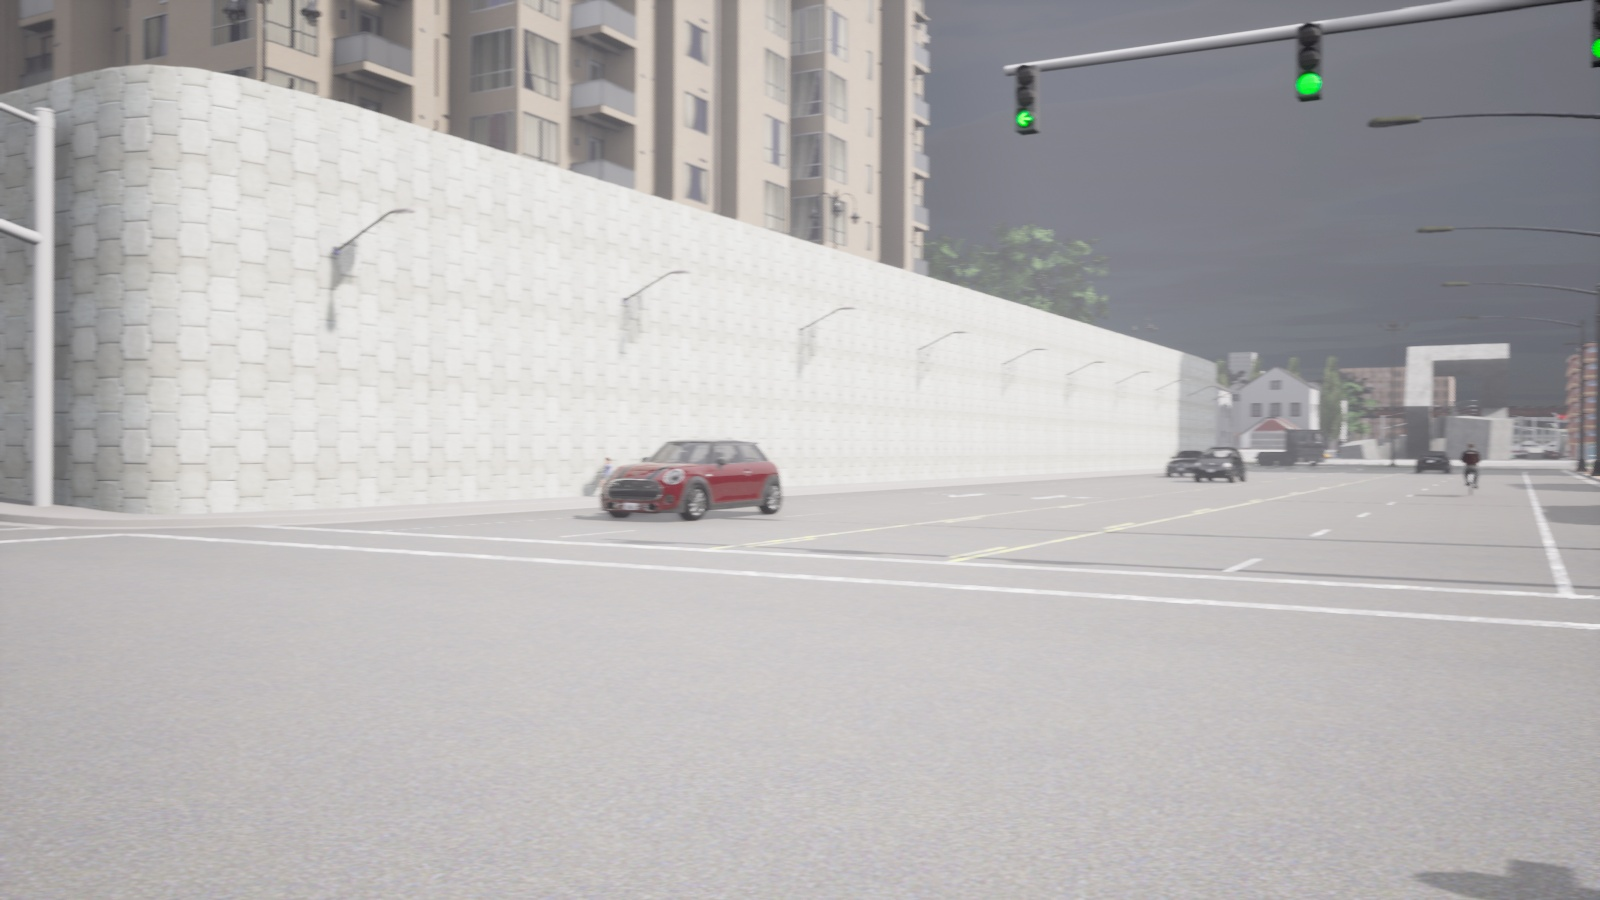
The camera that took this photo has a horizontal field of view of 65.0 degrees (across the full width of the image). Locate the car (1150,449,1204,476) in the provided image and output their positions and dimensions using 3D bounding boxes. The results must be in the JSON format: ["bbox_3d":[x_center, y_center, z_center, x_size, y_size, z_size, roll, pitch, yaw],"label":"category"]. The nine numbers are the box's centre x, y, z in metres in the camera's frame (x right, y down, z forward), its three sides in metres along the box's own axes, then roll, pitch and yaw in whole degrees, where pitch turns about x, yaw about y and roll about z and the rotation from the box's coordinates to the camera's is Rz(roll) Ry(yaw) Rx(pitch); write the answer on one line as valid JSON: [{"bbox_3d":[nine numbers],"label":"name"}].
[{"bbox_3d":[20.407,0.649,67.903,1.812,1.442,4.674,0,0,29],"label":"car"}]

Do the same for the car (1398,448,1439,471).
[{"bbox_3d":[41.090,0.606,83.371,2.163,1.488,4.792,0,0,29],"label":"car"}]

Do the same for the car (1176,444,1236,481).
[{"bbox_3d":[18.619,0.540,57.537,1.851,1.617,3.988,0,0,29],"label":"car"}]

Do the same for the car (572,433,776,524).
[{"bbox_3d":[-2.576,0.547,26.812,2.097,1.767,4.553,0,0,29],"label":"car"}]
